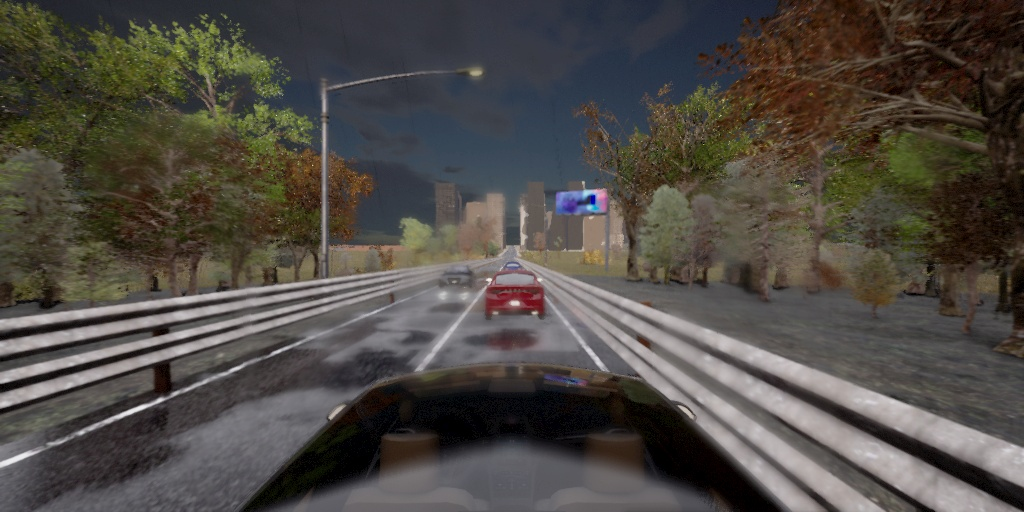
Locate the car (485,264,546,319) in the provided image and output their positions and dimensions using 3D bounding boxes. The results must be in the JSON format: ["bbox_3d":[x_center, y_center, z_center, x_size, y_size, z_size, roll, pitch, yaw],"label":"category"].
[{"bbox_3d":[0.101,1.222,12.807,1.882,1.535,5.008,0,0,0],"label":"car"}]

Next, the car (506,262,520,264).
[{"bbox_3d":[0.082,1.260,33.485,1.812,1.442,4.674,0,0,0],"label":"car"}]

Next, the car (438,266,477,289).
[{"bbox_3d":[-3.354,1.304,22.818,1.994,1.385,4.181,0,0,0],"label":"car"}]
